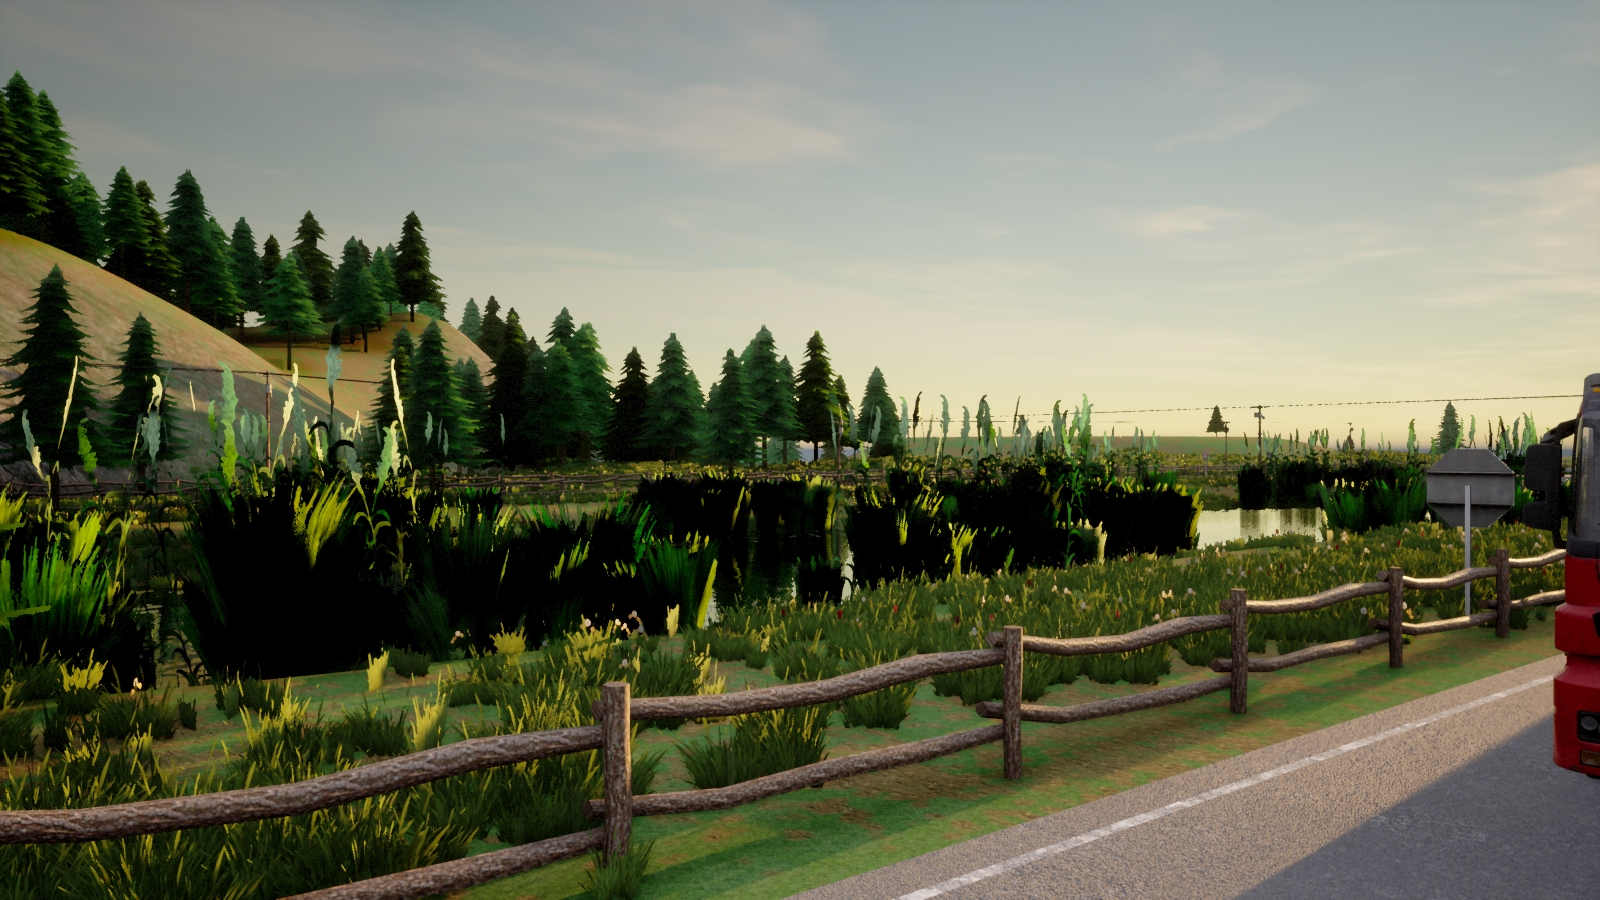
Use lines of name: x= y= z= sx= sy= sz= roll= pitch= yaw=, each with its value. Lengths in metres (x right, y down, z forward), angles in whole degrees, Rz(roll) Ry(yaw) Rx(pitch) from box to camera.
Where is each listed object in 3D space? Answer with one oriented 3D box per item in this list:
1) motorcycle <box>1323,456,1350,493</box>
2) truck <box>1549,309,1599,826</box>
motorcycle: x=34.990 y=1.577 z=74.472 sx=2.033 sy=2.348 sz=0.803 roll=0 pitch=0 yaw=-39
truck: x=9.515 y=0.862 z=10.948 sx=2.891 sy=3.827 sz=8.468 roll=0 pitch=0 yaw=40
